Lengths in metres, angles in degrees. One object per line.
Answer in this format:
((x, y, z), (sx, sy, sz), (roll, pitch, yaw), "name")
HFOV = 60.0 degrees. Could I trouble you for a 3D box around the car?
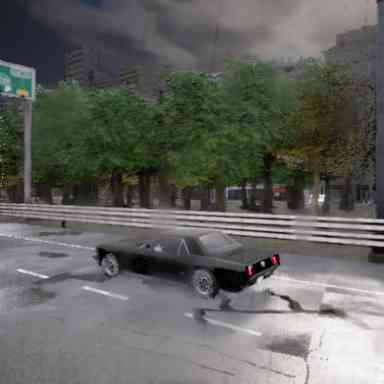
((-0.353, 1.601, 8.421), (4.718, 1.301, 1.895), (0, 0, 36), "car")
